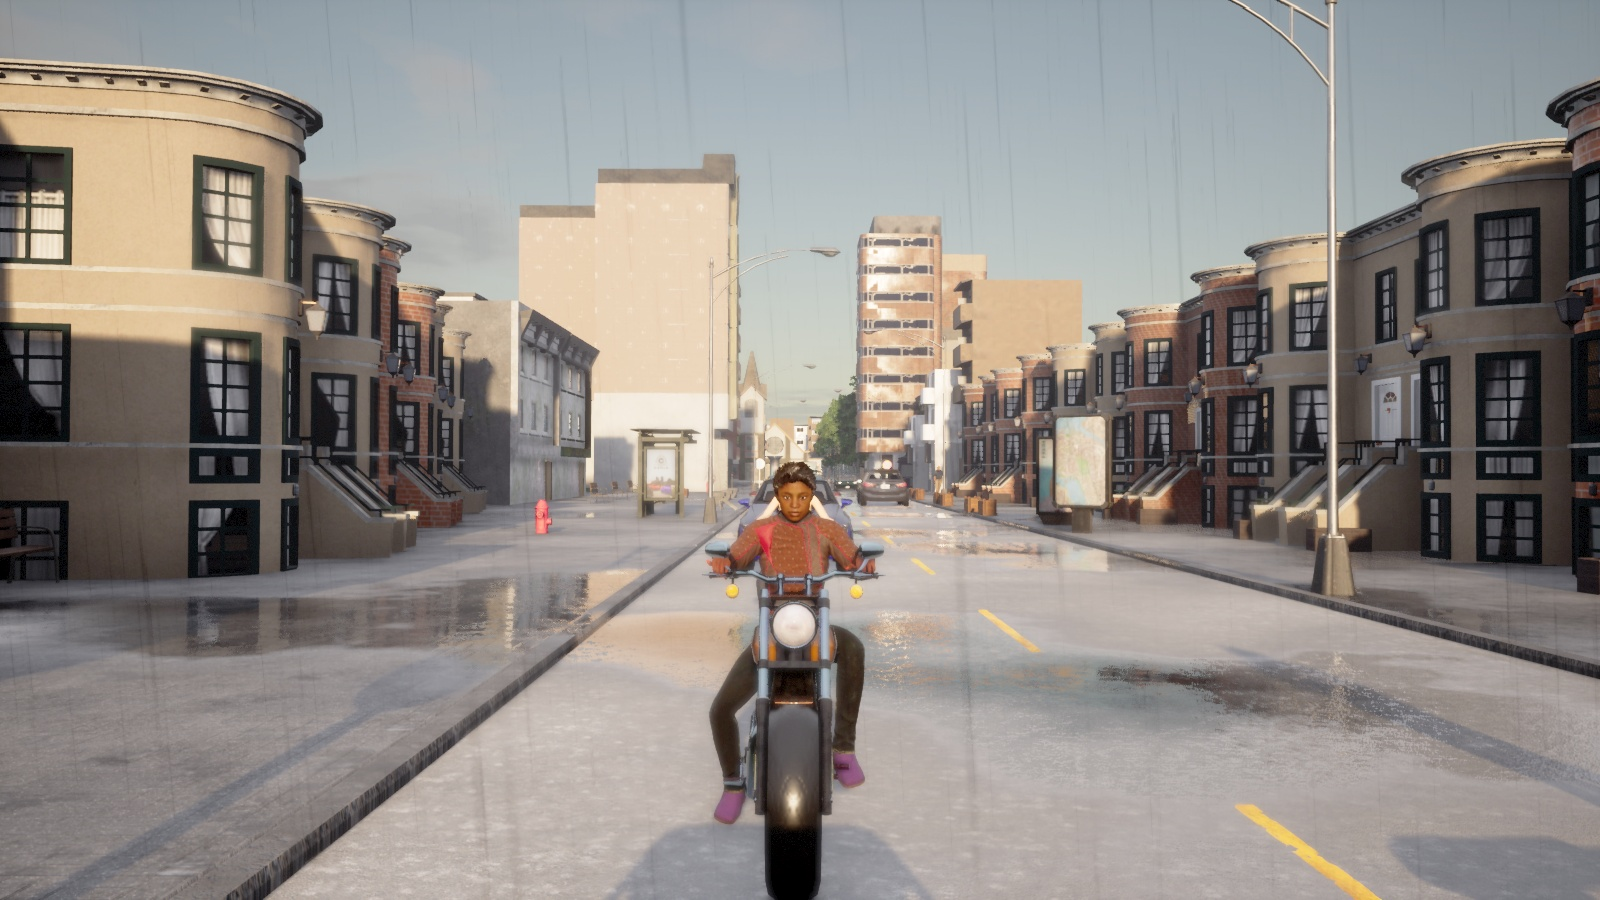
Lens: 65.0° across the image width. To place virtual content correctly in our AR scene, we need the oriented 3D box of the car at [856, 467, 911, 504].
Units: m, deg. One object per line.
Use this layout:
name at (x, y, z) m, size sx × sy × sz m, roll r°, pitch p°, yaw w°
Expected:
car at (3.812, 1.617, 58.130) m, size 2.242 × 1.667 × 4.611 m, roll 0°, pitch -1°, yaw 0°

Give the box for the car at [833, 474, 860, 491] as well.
car at (3.629, 2.539, 97.818) m, size 1.895 × 1.301 × 4.718 m, roll 0°, pitch -1°, yaw 0°

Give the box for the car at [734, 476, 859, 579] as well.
car at (-0.067, 1.170, 20.390) m, size 1.816 × 1.474 × 4.193 m, roll 0°, pitch -1°, yaw 0°

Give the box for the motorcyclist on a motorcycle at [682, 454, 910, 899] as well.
motorcyclist on a motorcycle at (-0.019, 0.856, 5.428) m, size 0.766 × 1.649 × 2.350 m, roll 0°, pitch -1°, yaw 0°

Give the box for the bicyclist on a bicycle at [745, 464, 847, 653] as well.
bicyclist on a bicycle at (-0.038, 0.944, 11.512) m, size 0.866 × 1.612 × 1.509 m, roll 0°, pitch -1°, yaw 0°

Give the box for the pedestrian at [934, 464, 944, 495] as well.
pedestrian at (8.320, 1.753, 75.362) m, size 0.540 × 1.848 × 0.694 m, roll 0°, pitch -1°, yaw 2°
